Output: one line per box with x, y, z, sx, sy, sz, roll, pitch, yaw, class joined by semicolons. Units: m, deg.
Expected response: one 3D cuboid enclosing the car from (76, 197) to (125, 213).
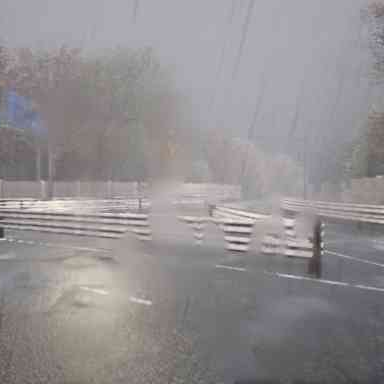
-9.032;1.265;33.062;4.892;1.490;1.837;0;0;-36;car
